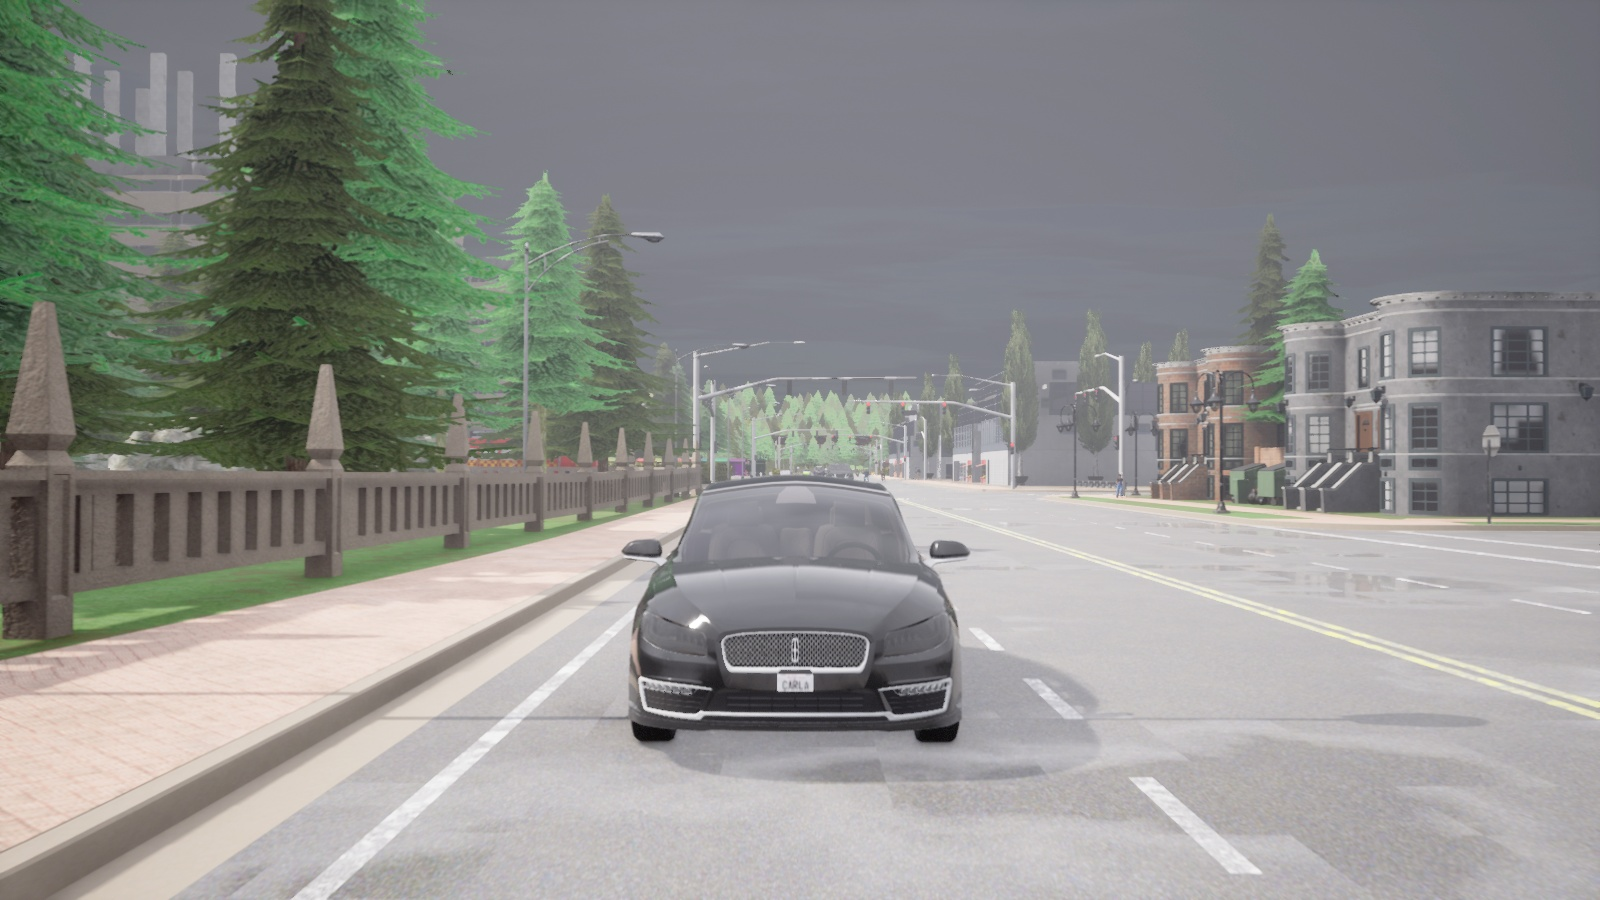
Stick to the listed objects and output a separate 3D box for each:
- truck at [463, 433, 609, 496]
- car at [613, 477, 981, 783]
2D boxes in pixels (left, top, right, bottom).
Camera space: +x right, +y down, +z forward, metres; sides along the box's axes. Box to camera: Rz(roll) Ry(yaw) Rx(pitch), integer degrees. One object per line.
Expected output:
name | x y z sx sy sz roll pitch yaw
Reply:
truck | -16.320 0.890 77.963 8.468 3.827 2.891 0 -1 0
car | -0.021 0.949 8.727 1.837 1.490 4.892 0 -1 0
